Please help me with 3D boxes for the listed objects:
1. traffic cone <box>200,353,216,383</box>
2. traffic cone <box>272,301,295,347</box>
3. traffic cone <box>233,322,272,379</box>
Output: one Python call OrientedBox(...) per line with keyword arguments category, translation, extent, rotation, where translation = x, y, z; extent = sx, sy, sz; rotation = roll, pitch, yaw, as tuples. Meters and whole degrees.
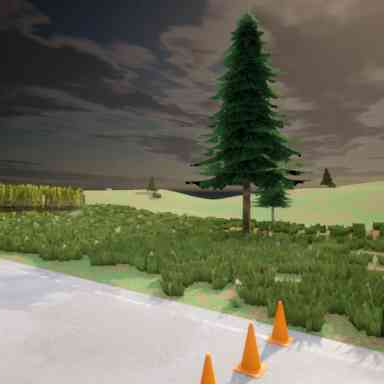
OrientedBox(category="traffic cone", translation=(0.167, 1.955, 3.415), extent=(0.340, 0.580, 0.340), rotation=(0, 0, 36))
OrientedBox(category="traffic cone", translation=(1.336, 1.955, 5.038), extent=(0.340, 0.580, 0.340), rotation=(0, 0, 36))
OrientedBox(category="traffic cone", translation=(0.751, 1.955, 4.226), extent=(0.340, 0.580, 0.340), rotation=(0, 0, 36))
